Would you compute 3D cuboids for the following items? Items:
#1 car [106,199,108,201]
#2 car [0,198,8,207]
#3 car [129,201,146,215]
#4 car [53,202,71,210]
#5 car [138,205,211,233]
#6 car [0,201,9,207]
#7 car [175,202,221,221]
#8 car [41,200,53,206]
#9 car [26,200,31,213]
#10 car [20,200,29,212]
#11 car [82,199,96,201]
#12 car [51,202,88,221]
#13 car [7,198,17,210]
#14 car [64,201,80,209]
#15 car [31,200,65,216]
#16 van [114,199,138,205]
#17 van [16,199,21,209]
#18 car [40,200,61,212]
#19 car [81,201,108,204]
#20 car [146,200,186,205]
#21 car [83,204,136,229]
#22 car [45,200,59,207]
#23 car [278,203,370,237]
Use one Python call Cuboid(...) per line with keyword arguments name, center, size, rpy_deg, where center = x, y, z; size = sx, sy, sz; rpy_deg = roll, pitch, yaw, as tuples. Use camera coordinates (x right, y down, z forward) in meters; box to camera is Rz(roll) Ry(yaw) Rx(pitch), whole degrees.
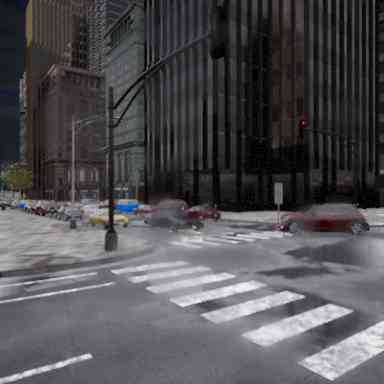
Cuboid(name="car", center=(-11.069, 1.903, 46.115), size=(2.192, 1.841, 5.009), rpy_deg=(-1, 0, -35))
Cuboid(name="car", center=(-41.144, 2.681, 73.756), size=(1.887, 1.381, 4.507), rpy_deg=(-1, 0, -35))
Cuboid(name="car", center=(-5.189, 2.033, 37.808), size=(1.802, 1.307, 4.206), rpy_deg=(-1, 0, -35))
Cuboid(name="car", center=(-22.466, 2.407, 57.393), size=(1.895, 1.301, 4.718), rpy_deg=(0, -1, -35))
Cuboid(name="car", center=(-1.362, 1.810, 22.209), size=(2.033, 1.411, 5.357), rpy_deg=(0, -1, -35))
Cuboid(name="car", center=(-44.253, 2.785, 78.143), size=(1.802, 1.307, 4.206), rpy_deg=(-1, 0, -35))
Cuboid(name="car", center=(0.685, 1.857, 29.501), size=(1.887, 1.381, 4.507), rpy_deg=(-1, 0, -35))
Cuboid(name="car", center=(-34.593, 2.688, 79.258), size=(1.947, 1.339, 4.313), rpy_deg=(-1, 0, -35))
Cuboid(name="car", center=(-20.407, 2.210, 44.507), size=(1.887, 1.381, 4.507), rpy_deg=(-1, 0, -35))
Cuboid(name="car", center=(-23.234, 2.171, 48.492), size=(1.967, 1.590, 4.097), rpy_deg=(-1, 0, -35))
Cuboid(name="car", center=(-16.417, 2.159, 48.932), size=(2.128, 1.511, 4.902), rpy_deg=(0, -1, -35))
Cuboid(name="car", center=(-11.929, 2.018, 32.549), size=(2.008, 1.369, 4.403), rpy_deg=(-1, 0, -35))
Cuboid(name="car", center=(-31.815, 2.368, 60.595), size=(1.967, 1.590, 4.097), rpy_deg=(-1, 0, -35))
Cuboid(name="car", center=(-22.558, 2.435, 62.282), size=(1.802, 1.307, 4.206), rpy_deg=(-1, 0, -35))
Cuboid(name="car", center=(-17.586, 1.915, 40.521), size=(2.192, 1.841, 5.009), rpy_deg=(-1, 0, -35))
Cuboid(name="van", center=(-8.132, 1.861, 41.961), size=(1.690, 1.788, 3.998), rpy_deg=(-1, 0, -35))
Cuboid(name="van", center=(-26.062, 2.137, 52.478), size=(1.690, 1.788, 3.998), rpy_deg=(-1, 0, -35))
Cuboid(name="car", center=(-22.024, 2.107, 51.581), size=(2.097, 1.767, 4.553), rpy_deg=(0, -1, -35))
Cuboid(name="car", center=(-10.234, 1.998, 34.784), size=(1.812, 1.442, 4.674), rpy_deg=(0, -1, -35))
Cuboid(name="car", center=(-2.257, 1.697, 33.655), size=(2.192, 1.841, 5.009), rpy_deg=(-1, 0, -35))
Cuboid(name="car", center=(-6.180, 1.858, 24.439), size=(1.752, 1.417, 4.829), rpy_deg=(-1, 0, -35))
Cuboid(name="car", center=(-31.584, 2.623, 75.013), size=(1.947, 1.339, 4.313), rpy_deg=(-1, 0, -35))
Cuboid(name="car", center=(7.082, 1.429, 18.256), size=(4.553, 1.767, 2.097), rpy_deg=(-1, -2, 14))
